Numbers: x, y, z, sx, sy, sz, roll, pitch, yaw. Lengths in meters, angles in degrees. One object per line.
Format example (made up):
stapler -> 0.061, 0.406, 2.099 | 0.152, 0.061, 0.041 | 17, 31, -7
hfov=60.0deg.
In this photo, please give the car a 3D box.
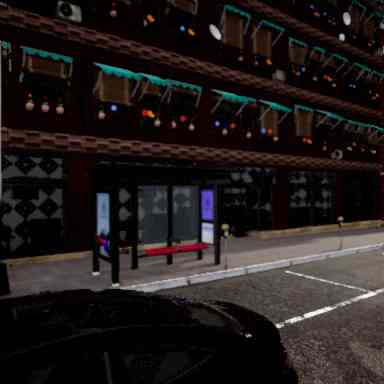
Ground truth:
car -> -1.218, 1.527, 2.199 | 4.674, 1.442, 1.812 | 1, 0, -35
